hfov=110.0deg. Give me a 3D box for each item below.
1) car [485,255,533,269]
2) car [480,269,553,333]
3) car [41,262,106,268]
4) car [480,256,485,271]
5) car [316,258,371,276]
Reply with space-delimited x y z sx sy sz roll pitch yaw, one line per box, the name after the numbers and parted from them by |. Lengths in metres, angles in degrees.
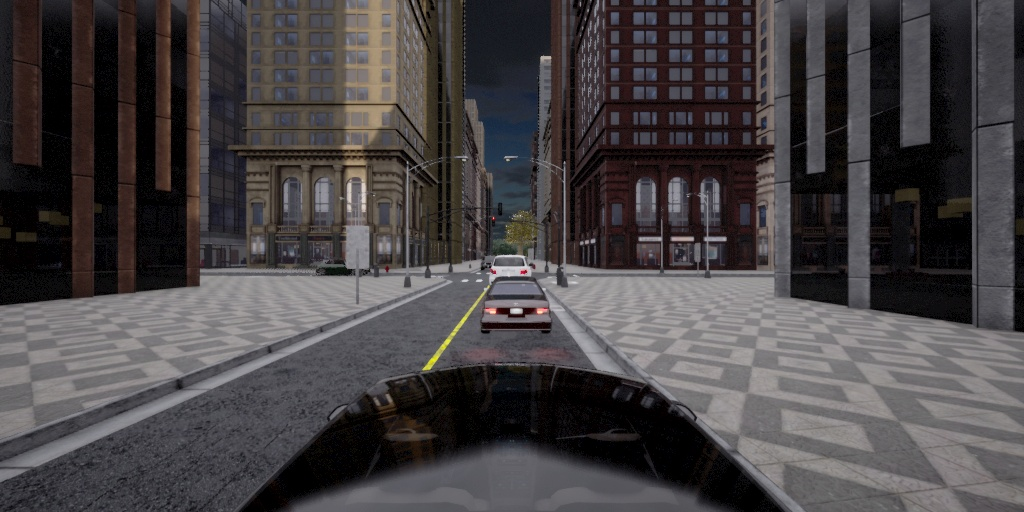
0.019 0.971 20.883 2.150 2.045 5.566 0 0 4 | car
0.092 1.297 10.638 2.033 1.411 5.357 0 0 0 | car
-40.425 1.181 33.392 5.357 1.411 2.033 0 0 0 | car
-3.123 0.970 49.514 2.150 2.045 5.566 0 0 -1 | car
-15.566 1.048 33.370 4.553 1.767 2.097 0 0 0 | car
